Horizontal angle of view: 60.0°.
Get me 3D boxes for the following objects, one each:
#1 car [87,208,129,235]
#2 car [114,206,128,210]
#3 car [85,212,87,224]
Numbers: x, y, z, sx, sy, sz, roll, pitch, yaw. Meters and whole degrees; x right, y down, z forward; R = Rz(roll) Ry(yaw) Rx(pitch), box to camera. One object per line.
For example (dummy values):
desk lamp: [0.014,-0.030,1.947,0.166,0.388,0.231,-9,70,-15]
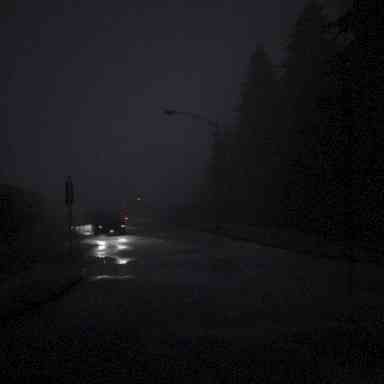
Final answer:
car: [-5.827,2.071,22.848,2.033,1.411,5.357,-1,-1,-20]
car: [-10.289,2.642,47.172,1.895,1.301,4.718,-1,-1,-20]
car: [-9.215,2.314,32.110,1.994,1.385,4.181,-1,-1,-20]
